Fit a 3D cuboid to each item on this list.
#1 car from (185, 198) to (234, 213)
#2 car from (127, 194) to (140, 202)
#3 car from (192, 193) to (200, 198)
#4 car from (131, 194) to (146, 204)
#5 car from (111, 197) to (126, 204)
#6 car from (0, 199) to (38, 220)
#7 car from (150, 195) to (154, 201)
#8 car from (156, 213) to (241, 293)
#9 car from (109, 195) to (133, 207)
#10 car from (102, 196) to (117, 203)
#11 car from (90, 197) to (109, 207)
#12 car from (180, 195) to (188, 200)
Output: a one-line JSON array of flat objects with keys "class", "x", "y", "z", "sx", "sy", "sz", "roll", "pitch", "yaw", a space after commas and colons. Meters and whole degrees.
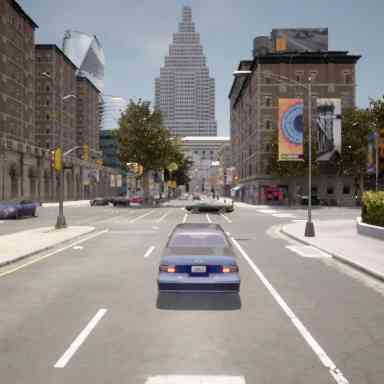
[{"class": "car", "x": 1.835, "y": 1.601, "z": 33.714, "sx": 4.718, "sy": 1.301, "sz": 1.895, "roll": 0, "pitch": 0, "yaw": 18}, {"class": "car", "x": -13.981, "y": 1.355, "z": 79.523, "sx": 2.097, "sy": 1.767, "sz": 4.553, "roll": 0, "pitch": 0, "yaw": 1}, {"class": "car", "x": 1.158, "y": 1.350, "z": 90.063, "sx": 2.097, "sy": 1.767, "sz": 4.553, "roll": 0, "pitch": 0, "yaw": 1}, {"class": "car", "x": -10.682, "y": 1.477, "z": 65.842, "sx": 1.882, "sy": 1.535, "sz": 5.008, "roll": 0, "pitch": 0, "yaw": 1}, {"class": "car", "x": -14.205, "y": 1.601, "z": 64.425, "sx": 1.895, "sy": 1.301, "sz": 4.718, "roll": 0, "pitch": 0, "yaw": 1}, {"class": "car", "x": -14.759, "y": 1.352, "z": 27.618, "sx": 2.097, "sy": 1.767, "sz": 4.553, "roll": 0, "pitch": 0, "yaw": 1}, {"class": "car", "x": -10.459, "y": 1.500, "z": 81.162, "sx": 1.837, "sy": 1.490, "sz": 4.892, "roll": 0, "pitch": 0, "yaw": 1}, {"class": "car", "x": 0.176, "y": 1.547, "z": 8.984, "sx": 2.033, "sy": 1.411, "sz": 5.357, "roll": 0, "pitch": 0, "yaw": 1}, {"class": "car", "x": -10.943, "y": 1.601, "z": 51.477, "sx": 1.895, "sy": 1.301, "sz": 4.718, "roll": 0, "pitch": 0, "yaw": 1}, {"class": "car", "x": -17.357, "y": 1.595, "z": 69.885, "sx": 1.895, "sy": 1.301, "sz": 4.718, "roll": 0, "pitch": 0, "yaw": 1}, {"class": "car", "x": -14.436, "y": 1.564, "z": 51.946, "sx": 1.994, "sy": 1.385, "sz": 4.181, "roll": 0, "pitch": 0, "yaw": 1}, {"class": "car", "x": -2.342, "y": 1.519, "z": 90.138, "sx": 1.812, "sy": 1.442, "sz": 4.674, "roll": 0, "pitch": 0, "yaw": 1}]
